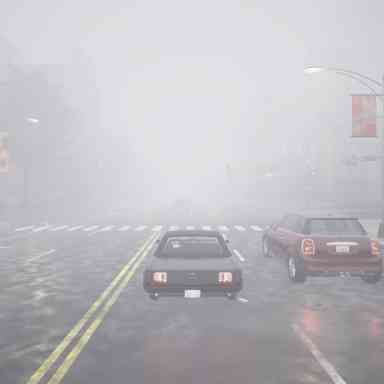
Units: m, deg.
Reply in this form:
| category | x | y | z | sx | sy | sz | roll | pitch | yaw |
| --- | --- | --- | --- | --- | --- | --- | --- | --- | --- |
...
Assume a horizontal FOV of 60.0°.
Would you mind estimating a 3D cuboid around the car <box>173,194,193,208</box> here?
| category | x | y | z | sx | sy | sz | roll | pitch | yaw |
| --- | --- | --- | --- | --- | --- | --- | --- | --- | --- |
| car | -1.251 | 1.505 | 47.770 | 1.837 | 1.490 | 4.892 | 1 | 0 | 16 |

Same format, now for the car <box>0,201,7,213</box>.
| category | x | y | z | sx | sy | sz | roll | pitch | yaw |
| --- | --- | --- | --- | --- | --- | --- | --- | --- | --- |
| car | -22.082 | 1.221 | 34.135 | 5.566 | 2.045 | 2.150 | 0 | 0 | 0 |

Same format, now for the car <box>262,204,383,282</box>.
| category | x | y | z | sx | sy | sz | roll | pitch | yaw |
| --- | --- | --- | --- | --- | --- | --- | --- | --- | --- |
| car | 3.507 | 1.352 | 9.873 | 2.097 | 1.767 | 4.553 | 0 | 0 | 0 |

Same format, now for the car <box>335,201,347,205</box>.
| category | x | y | z | sx | sy | sz | roll | pitch | yaw |
| --- | --- | --- | --- | --- | --- | --- | --- | --- | --- |
| car | 22.699 | 1.547 | 45.958 | 5.357 | 1.411 | 2.033 | 0 | 0 | 0 |

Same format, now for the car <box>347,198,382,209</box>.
| category | x | y | z | sx | sy | sz | roll | pitch | yaw |
| --- | --- | --- | --- | --- | --- | --- | --- | --- | --- |
| car | 22.619 | 1.564 | 42.458 | 4.181 | 1.385 | 1.994 | 0 | 0 | 0 |

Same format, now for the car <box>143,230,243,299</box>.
| category | x | y | z | sx | sy | sz | roll | pitch | yaw |
| --- | --- | --- | --- | --- | --- | --- | --- | --- | --- |
| car | 0.015 | 1.601 | 8.393 | 1.895 | 1.301 | 4.718 | 0 | 0 | 0 |
